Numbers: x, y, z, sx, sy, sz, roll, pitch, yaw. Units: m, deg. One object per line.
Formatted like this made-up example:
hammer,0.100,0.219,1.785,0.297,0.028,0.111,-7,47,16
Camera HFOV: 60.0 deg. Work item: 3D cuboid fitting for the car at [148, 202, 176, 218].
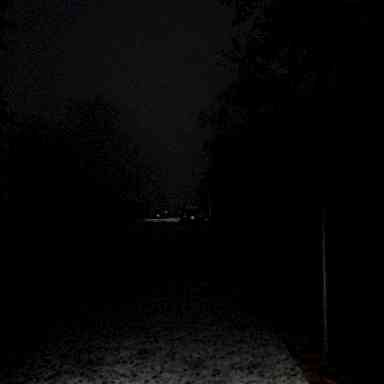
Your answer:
car,-2.943,1.689,31.489,2.033,1.411,5.357,0,-1,0

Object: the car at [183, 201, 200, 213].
car,-0.055,1.852,41.307,1.994,1.385,4.181,0,-1,0

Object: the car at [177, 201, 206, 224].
car,0.036,1.597,24.965,1.812,1.442,4.674,0,-1,0

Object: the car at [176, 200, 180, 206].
car,-2.862,2.592,73.049,1.812,1.442,4.674,0,-2,1
